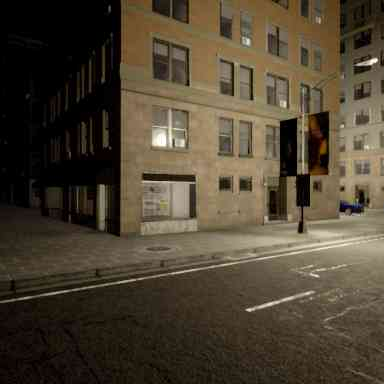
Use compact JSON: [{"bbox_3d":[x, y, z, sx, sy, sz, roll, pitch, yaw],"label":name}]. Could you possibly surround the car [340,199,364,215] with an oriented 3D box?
[{"bbox_3d":[14.959,1.463,34.058,1.882,1.535,5.008,0,0,-35],"label":"car"}]
